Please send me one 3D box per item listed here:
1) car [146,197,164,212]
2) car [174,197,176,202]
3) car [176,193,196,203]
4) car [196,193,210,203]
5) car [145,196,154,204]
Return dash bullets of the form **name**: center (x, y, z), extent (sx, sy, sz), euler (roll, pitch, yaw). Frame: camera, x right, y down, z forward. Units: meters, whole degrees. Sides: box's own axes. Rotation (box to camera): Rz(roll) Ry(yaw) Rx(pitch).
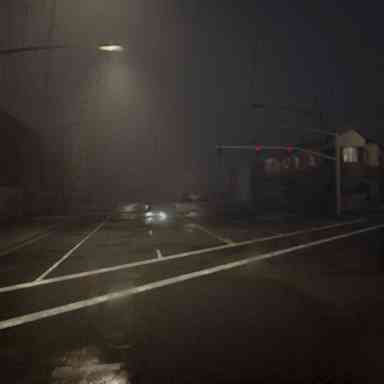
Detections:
- **car**: center (-4.609, 1.783, 42.771), extent (1.895, 1.301, 4.718), euler (-1, 1, -9)
- **car**: center (-2.930, 1.486, 75.589), extent (1.994, 1.385, 4.181), euler (-1, -2, -10)
- **car**: center (-1.202, 1.424, 65.300), extent (2.128, 1.511, 4.902), euler (-1, 0, -10)
- **car**: center (2.181, 1.450, 66.292), extent (1.994, 1.385, 4.181), euler (-1, 0, -10)
- **car**: center (-7.386, 1.515, 59.510), extent (1.837, 1.490, 4.892), euler (-1, 0, -9)
